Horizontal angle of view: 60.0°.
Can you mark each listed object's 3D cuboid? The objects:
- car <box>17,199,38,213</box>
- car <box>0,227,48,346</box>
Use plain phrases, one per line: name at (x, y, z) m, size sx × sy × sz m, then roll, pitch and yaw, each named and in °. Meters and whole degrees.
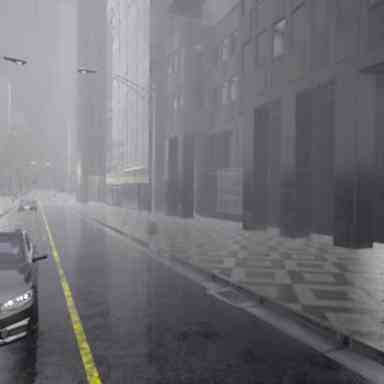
car at (-18.160, 1.481, 36.795) m, size 2.128 × 1.511 × 4.902 m, roll 0°, pitch 0°, yaw -25°
car at (-3.903, 1.492, 6.285) m, size 2.128 × 1.511 × 4.902 m, roll 0°, pitch 0°, yaw -25°
